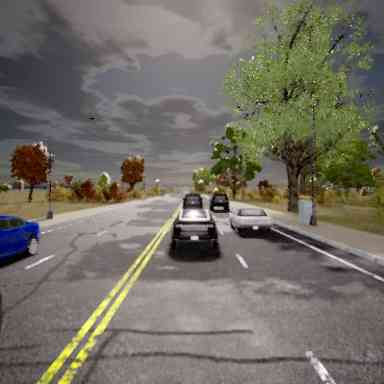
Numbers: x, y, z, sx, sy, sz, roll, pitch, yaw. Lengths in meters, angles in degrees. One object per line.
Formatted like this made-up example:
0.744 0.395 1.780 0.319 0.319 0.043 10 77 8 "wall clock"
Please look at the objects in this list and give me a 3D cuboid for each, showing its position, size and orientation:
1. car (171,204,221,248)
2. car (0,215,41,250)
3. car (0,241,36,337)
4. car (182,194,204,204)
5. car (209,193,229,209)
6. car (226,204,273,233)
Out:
0.098 1.479 14.646 2.128 1.511 4.902 0 0 0 "car"
-6.555 1.469 10.315 1.882 1.535 5.008 0 0 1 "car"
-3.339 1.490 2.327 2.128 1.511 4.902 0 0 0 "car"
0.087 1.180 36.253 2.150 2.045 5.566 0 0 0 "car"
3.324 1.174 41.005 2.150 2.045 5.566 0 0 0 "car"
3.347 1.584 19.700 1.895 1.301 4.718 0 0 0 "car"
